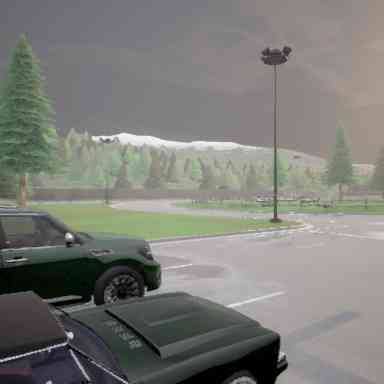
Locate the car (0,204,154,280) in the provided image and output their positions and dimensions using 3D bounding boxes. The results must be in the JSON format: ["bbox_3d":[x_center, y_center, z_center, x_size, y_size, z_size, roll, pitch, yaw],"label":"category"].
[{"bbox_3d":[-3.270,1.221,5.712,5.566,2.045,2.150,0,0,-36],"label":"car"}]

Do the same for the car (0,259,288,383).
[{"bbox_3d":[-1.367,1.601,2.772,4.718,1.301,1.895,0,0,-35],"label":"car"}]
